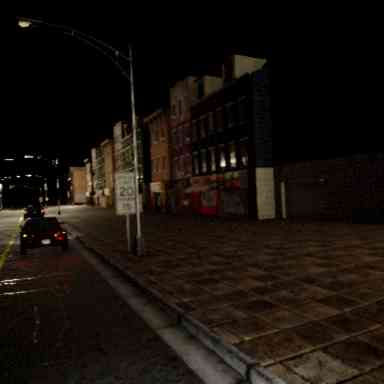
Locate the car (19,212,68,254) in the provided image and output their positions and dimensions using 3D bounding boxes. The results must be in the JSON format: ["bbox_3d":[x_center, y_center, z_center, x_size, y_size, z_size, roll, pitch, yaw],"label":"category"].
[{"bbox_3d":[-6.847,1.864,15.319,1.812,1.442,4.674,-3,0,-26],"label":"car"}]

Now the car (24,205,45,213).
[{"bbox_3d":[-17.962,2.260,37.951,2.097,1.767,4.553,-3,0,-26],"label":"car"}]
